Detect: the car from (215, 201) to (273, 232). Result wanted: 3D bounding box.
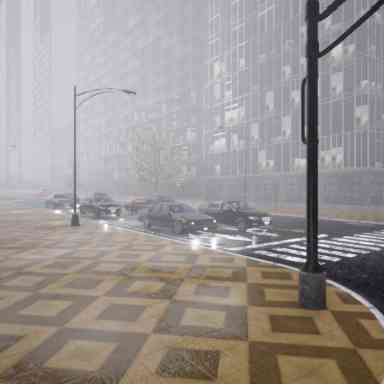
[{"bbox_3d":[2.289,1.254,18.757,2.128,1.511,4.902,0,1,-38],"label":"car"}]

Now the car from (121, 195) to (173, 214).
[{"bbox_3d":[-3.436,1.193,26.048,1.895,1.301,4.718,0,1,-38],"label":"car"}]

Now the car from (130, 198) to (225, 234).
[{"bbox_3d":[-0.993,1.292,17.673,2.033,1.411,5.357,0,1,-38],"label":"car"}]

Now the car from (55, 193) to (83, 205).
[{"bbox_3d":[-15.310,0.802,41.280,1.994,1.385,4.181,0,1,-38],"label":"car"}]

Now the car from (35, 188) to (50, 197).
[{"bbox_3d":[-28.496,0.111,63.717,2.097,1.767,4.553,0,1,-38],"label":"car"}]

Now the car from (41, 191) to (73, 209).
[{"bbox_3d":[-13.402,0.902,33.517,1.812,1.442,4.674,0,1,-38],"label":"car"}]

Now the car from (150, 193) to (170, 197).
[{"bbox_3d":[-3.962,0.919,37.577,1.837,1.490,4.892,0,2,-38],"label":"car"}]

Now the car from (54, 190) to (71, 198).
[{"bbox_3d":[-25.389,0.371,65.018,1.895,1.301,4.718,0,1,-38],"label":"car"}]

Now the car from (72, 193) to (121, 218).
[{"bbox_3d":[-7.068,1.056,25.414,2.128,1.511,4.902,0,1,-38],"label":"car"}]
